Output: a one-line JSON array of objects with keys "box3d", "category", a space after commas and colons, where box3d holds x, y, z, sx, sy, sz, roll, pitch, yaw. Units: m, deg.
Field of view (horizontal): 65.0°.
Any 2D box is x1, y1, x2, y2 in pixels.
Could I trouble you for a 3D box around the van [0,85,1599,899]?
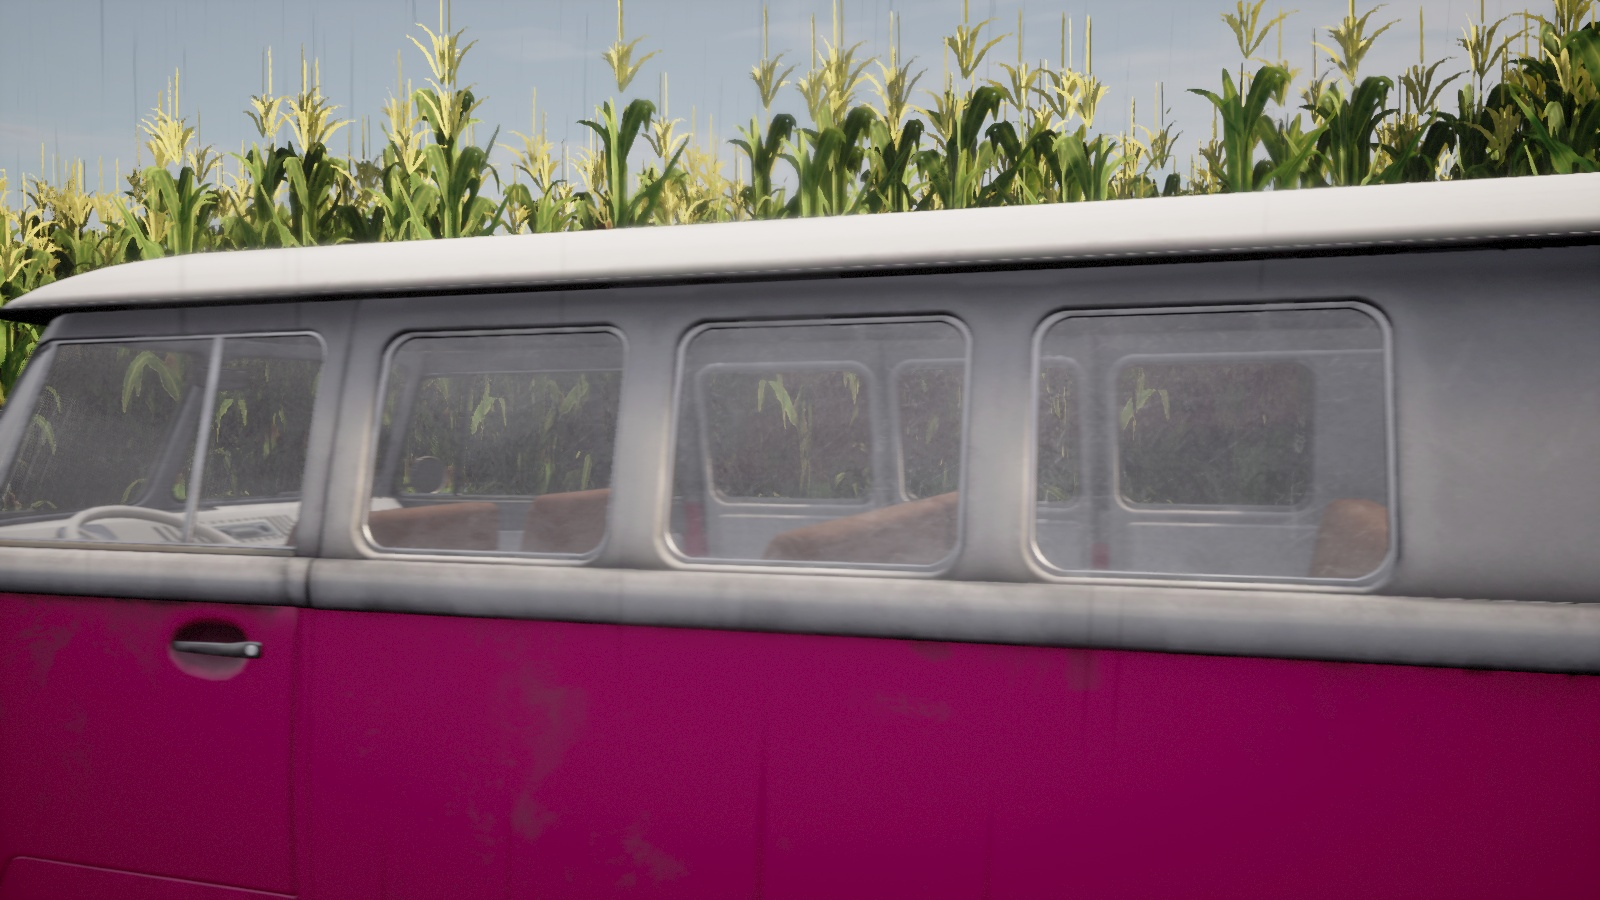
[{"box3d": [0.147, 0.536, 2.718, 4.442, 1.987, 1.775, 1, 1, 19], "category": "van"}]
